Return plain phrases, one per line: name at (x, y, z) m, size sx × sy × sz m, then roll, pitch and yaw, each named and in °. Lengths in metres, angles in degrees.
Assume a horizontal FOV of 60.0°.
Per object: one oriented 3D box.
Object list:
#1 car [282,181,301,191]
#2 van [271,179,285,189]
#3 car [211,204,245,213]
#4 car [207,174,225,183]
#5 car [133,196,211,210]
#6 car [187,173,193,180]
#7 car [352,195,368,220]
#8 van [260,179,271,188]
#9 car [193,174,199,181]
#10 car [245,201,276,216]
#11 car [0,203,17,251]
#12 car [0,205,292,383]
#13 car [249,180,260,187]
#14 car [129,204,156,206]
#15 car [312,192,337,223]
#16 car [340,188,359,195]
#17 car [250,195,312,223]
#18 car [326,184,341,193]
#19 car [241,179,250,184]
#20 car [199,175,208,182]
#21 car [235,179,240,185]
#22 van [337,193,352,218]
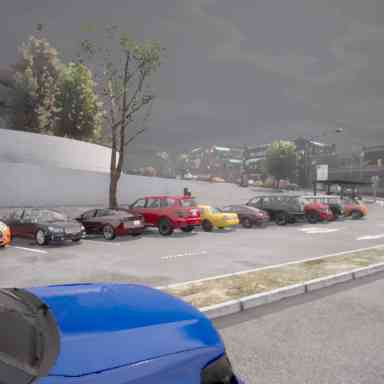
car at (20.681, -0.990, 67.465) m, size 2.231 × 1.521 × 4.892 m, roll 7°, pitch 3°, yaw 35°
van at (18.920, -1.489, 69.826) m, size 1.878 × 1.987 × 4.442 m, roll 7°, pitch 4°, yaw 35°
car at (0.234, 1.504, 20.588) m, size 5.366 × 1.575 × 1.946 m, roll -1°, pitch -1°, yaw 35°
car at (6.923, -3.174, 87.312) m, size 1.946 × 1.575 × 5.366 m, roll 7°, pitch 3°, yaw 34°
car at (-2.084, 1.249, 18.759) m, size 5.566 × 2.045 × 2.435 m, roll -1°, pitch -1°, yaw 34°
car at (1.542, -4.083, 94.503) m, size 2.185 × 1.767 × 4.553 m, roll 4°, pitch 1°, yaw 33°
car at (12.722, 1.405, 29.108) m, size 4.553 × 1.767 × 2.185 m, roll -1°, pitch -1°, yaw 35°
van at (17.189, -1.762, 72.296) m, size 1.878 × 1.987 × 4.442 m, roll 7°, pitch 4°, yaw 35°
car at (3.274, -3.848, 92.035) m, size 2.185 × 1.767 × 4.553 m, roll 6°, pitch 3°, yaw 34°
car at (2.839, 1.550, 22.218) m, size 4.674 × 1.452 × 2.002 m, roll -1°, pitch -1°, yaw 35°
car at (-9.411, 1.367, 13.536) m, size 4.553 × 1.767 × 2.185 m, roll -1°, pitch -1°, yaw 34°
car at (-2.206, 1.223, 1.557) m, size 5.566 × 2.045 × 2.150 m, roll 0°, pitch 0°, yaw -36°
car at (15.612, -1.810, 75.026) m, size 1.946 × 1.575 × 5.366 m, roll 7°, pitch 3°, yaw 35°
car at (-4.527, 1.525, 17.012) m, size 4.792 × 1.488 × 2.163 m, roll -1°, pitch -1°, yaw 34°
car at (7.778, 1.268, 25.684) m, size 5.566 × 2.045 × 2.435 m, roll -1°, pitch -1°, yaw 35°
car at (27.590, 0.138, 57.613) m, size 2.002 × 1.452 × 4.674 m, roll 7°, pitch 3°, yaw 35°
car at (5.265, 1.264, 23.977) m, size 5.566 × 2.045 × 2.435 m, roll -1°, pitch -1°, yaw 35°
car at (25.898, -0.424, 60.084) m, size 2.435 × 2.045 × 5.566 m, roll 7°, pitch 3°, yaw 35°
car at (13.779, -2.042, 77.345) m, size 2.002 × 1.452 × 4.674 m, roll 7°, pitch 3°, yaw 35°
car at (5.070, -3.697, 89.570) m, size 2.435 × 2.045 × 5.566 m, roll 7°, pitch 3°, yaw 34°
car at (12.035, -2.315, 79.806) m, size 2.002 × 1.452 × 4.674 m, roll 7°, pitch 3°, yaw 35°
van at (10.315, 1.298, 27.356) m, size 4.442 × 1.987 × 1.878 m, roll -1°, pitch -1°, yaw 35°
